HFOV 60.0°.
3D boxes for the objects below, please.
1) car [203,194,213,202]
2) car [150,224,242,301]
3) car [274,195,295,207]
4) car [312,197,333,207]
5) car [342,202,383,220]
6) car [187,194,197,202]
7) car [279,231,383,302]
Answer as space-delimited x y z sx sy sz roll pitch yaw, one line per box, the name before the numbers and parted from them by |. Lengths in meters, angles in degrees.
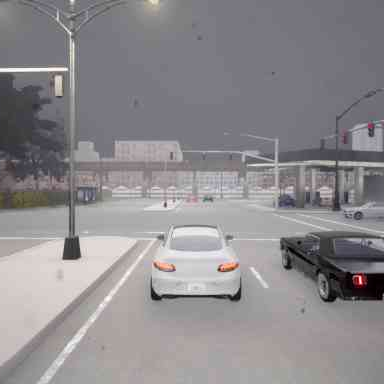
car | 3.499 1.257 72.381 2.097 1.767 4.553 0 0 0
car | 0.082 1.517 8.194 1.812 1.442 4.674 0 0 0
car | 13.210 1.262 47.737 2.242 1.667 4.611 0 0 0
car | 18.955 1.434 48.500 1.970 1.475 3.806 0 0 0
car | 14.887 1.523 27.554 4.674 1.442 1.812 0 0 -1
car | -0.001 1.250 72.381 2.097 1.767 4.553 0 0 0
car | 3.587 1.599 8.178 1.895 1.301 4.718 0 0 0
